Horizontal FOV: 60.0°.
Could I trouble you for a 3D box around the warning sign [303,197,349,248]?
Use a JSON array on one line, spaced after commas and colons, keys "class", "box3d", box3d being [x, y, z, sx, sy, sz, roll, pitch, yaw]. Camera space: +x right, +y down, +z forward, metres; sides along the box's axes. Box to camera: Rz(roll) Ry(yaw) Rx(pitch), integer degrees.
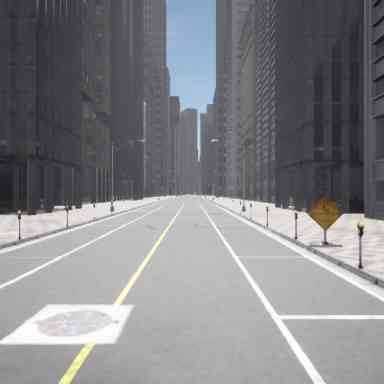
[{"class": "warning sign", "box3d": [5.066, 1.114, 12.650, 1.300, 1.860, 1.060, 0, 0, 0]}]
